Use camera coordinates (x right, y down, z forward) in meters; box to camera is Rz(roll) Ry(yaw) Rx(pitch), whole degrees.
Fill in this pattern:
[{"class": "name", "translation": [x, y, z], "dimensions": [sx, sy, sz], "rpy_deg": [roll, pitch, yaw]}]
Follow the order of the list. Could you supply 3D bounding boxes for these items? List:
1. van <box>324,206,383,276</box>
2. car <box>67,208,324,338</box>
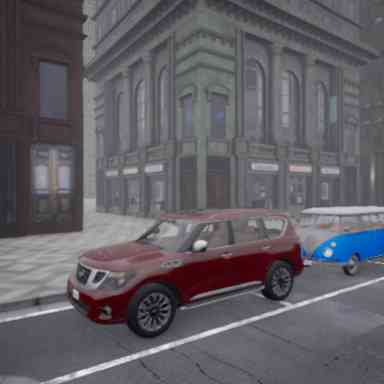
[{"class": "van", "translation": [4.780, 1.339, 10.062], "dimensions": [3.998, 1.788, 1.690], "rpy_deg": [0, 0, -36]}, {"class": "car", "translation": [0.191, 1.314, 6.789], "dimensions": [5.009, 1.841, 2.192], "rpy_deg": [0, 0, -36]}]
